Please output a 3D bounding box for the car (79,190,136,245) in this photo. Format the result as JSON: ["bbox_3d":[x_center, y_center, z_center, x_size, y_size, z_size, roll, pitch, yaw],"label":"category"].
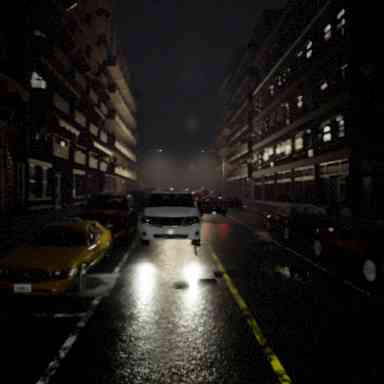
[{"bbox_3d":[-3.408,0.971,13.925,2.192,1.841,5.009,2,1,-3],"label":"car"}]

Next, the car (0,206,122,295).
[{"bbox_3d":[-3.097,1.311,8.238,1.752,1.417,4.829,2,1,-3],"label":"car"}]

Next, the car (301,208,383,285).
[{"bbox_3d":[4.764,1.381,8.786,1.887,1.381,4.507,2,1,-3],"label":"car"}]

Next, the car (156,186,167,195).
[{"bbox_3d":[-6.806,-0.310,74.650,2.192,1.841,5.009,2,1,-3],"label":"car"}]

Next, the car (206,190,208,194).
[{"bbox_3d":[0.453,0.674,40.689,1.994,1.385,4.181,0,1,-3],"label":"car"}]

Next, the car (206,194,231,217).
[{"bbox_3d":[1.356,1.064,24.367,1.895,1.301,4.718,0,1,-3],"label":"car"}]

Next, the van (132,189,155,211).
[{"bbox_3d":[-4.336,0.628,30.486,1.690,1.788,3.998,2,1,-3],"label":"van"}]

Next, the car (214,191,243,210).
[{"bbox_3d":[3.529,0.886,30.870,1.887,1.381,4.507,2,1,-3],"label":"car"}]

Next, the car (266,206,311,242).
[{"bbox_3d":[4.455,1.261,14.308,2.008,1.369,4.403,2,1,-3],"label":"car"}]

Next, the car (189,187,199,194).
[{"bbox_3d":[0.413,-0.465,86.078,2.192,1.841,5.009,2,1,-3],"label":"car"}]

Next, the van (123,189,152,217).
[{"bbox_3d":[-4.026,0.748,24.964,1.690,1.788,3.998,2,1,-3],"label":"van"}]

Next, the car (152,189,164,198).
[{"bbox_3d":[-5.887,0.270,58.095,1.947,1.339,4.313,2,1,-3],"label":"car"}]

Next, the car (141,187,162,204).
[{"bbox_3d":[-4.952,0.365,41.527,2.192,1.841,5.009,2,1,-3],"label":"car"}]

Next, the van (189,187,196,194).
[{"bbox_3d":[0.102,-0.541,91.601,1.690,1.788,3.998,2,1,-3],"label":"van"}]

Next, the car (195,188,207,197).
[{"bbox_3d":[1.645,0.087,63.994,1.967,1.590,4.097,2,1,-3],"label":"car"}]

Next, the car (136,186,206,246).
[{"bbox_3d":[-0.858,0.895,13.850,2.150,2.045,5.566,0,2,-3],"label":"car"}]

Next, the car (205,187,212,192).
[{"bbox_3d":[2.923,0.544,41.910,1.967,1.590,4.097,2,1,-3],"label":"car"}]

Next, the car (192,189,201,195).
[{"bbox_3d":[1.023,0.011,75.040,1.802,1.307,4.206,2,1,-3],"label":"car"}]

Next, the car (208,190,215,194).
[{"bbox_3d":[3.221,0.766,36.390,1.887,1.381,4.507,2,1,-3],"label":"car"}]

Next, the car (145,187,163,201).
[{"bbox_3d":[-5.261,0.248,47.047,2.192,1.841,5.009,2,1,-3],"label":"car"}]
